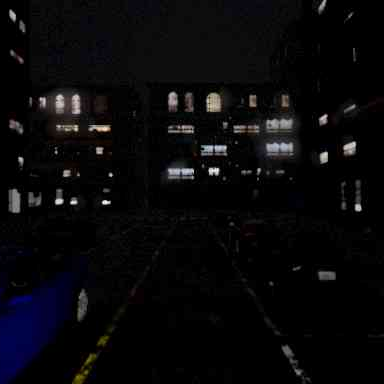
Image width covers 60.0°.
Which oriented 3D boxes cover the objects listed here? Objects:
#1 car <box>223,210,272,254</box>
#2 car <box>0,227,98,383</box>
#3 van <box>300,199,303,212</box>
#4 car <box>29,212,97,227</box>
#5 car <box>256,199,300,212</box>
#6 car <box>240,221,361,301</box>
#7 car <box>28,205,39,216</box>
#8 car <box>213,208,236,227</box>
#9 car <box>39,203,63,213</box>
[{"bbox_3d":[2.581,1.689,13.982,1.887,1.381,4.507,1,-1,0],"label":"car"},{"bbox_3d":[-2.847,1.522,4.353,1.882,1.535,5.008,0,-1,0],"label":"car"},{"bbox_3d":[13.109,1.768,44.678,3.998,1.788,1.690,0,-1,0],"label":"van"},{"bbox_3d":[-5.266,1.709,13.961,1.947,1.339,4.313,1,-1,0],"label":"car"},{"bbox_3d":[9.897,1.700,39.354,4.674,1.442,1.812,0,-1,0],"label":"car"},{"bbox_3d":[2.578,1.652,8.417,1.947,1.339,4.313,1,-1,0],"label":"car"},{"bbox_3d":[-19.637,1.897,36.512,4.097,1.590,1.967,0,-1,0],"label":"car"},{"bbox_3d":[2.588,1.829,25.108,1.947,1.339,4.313,1,-1,0],"label":"car"},{"bbox_3d":[-19.675,2.183,44.647,4.403,1.369,2.008,0,-1,0],"label":"car"}]
